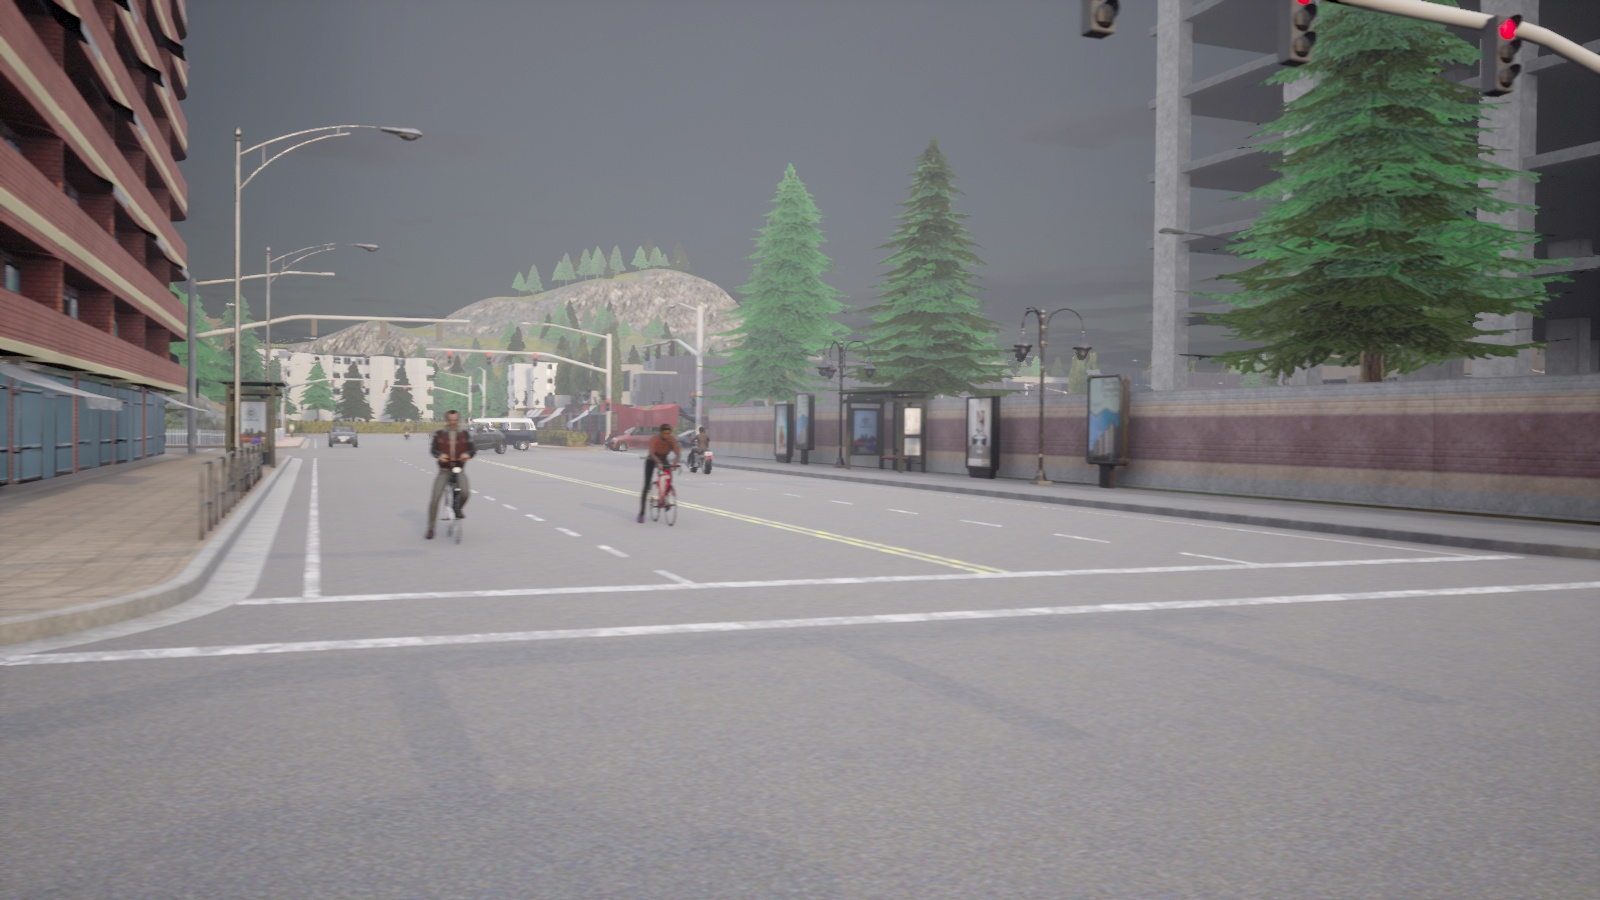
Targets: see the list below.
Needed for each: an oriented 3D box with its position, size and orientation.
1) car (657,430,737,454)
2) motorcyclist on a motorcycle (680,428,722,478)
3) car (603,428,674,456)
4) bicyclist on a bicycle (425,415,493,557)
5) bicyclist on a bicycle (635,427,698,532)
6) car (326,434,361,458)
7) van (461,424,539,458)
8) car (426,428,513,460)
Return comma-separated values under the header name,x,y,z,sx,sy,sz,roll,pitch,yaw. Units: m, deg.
name,x,y,z,sx,sy,sz,roll,pitch,yaw
car,-6.786,-0.532,82.790,4.792,1.488,2.163,-1,1,-21
motorcyclist on a motorcycle,-3.411,0.087,42.916,0.766,1.649,2.350,-1,1,-21
car,-9.993,-0.510,77.623,3.988,1.617,1.851,-1,1,-25
bicyclist on a bicycle,-4.575,0.445,16.772,0.659,1.776,1.843,-1,1,-21
bicyclist on a bicycle,-2.165,0.445,20.247,0.582,1.620,1.656,-1,1,-21
car,-31.070,-0.300,85.429,2.128,1.511,4.902,-1,1,-21
van,-18.658,-0.566,78.104,4.480,2.038,2.069,-1,1,-22
car,-17.811,-0.350,67.886,2.152,1.651,5.027,0,1,18
